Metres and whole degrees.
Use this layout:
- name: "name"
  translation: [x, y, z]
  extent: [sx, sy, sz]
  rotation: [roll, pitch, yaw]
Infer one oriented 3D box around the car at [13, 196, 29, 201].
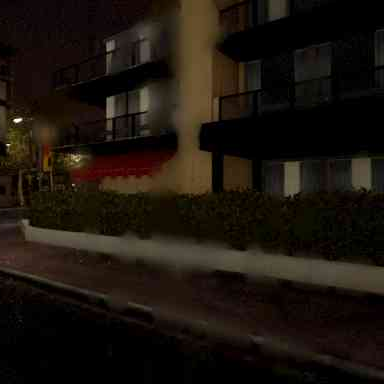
- name: "car"
  translation: [-36.146, 1.573, 67.967]
  extent: [4.892, 1.521, 2.231]
  rotation: [0, 0, 36]
